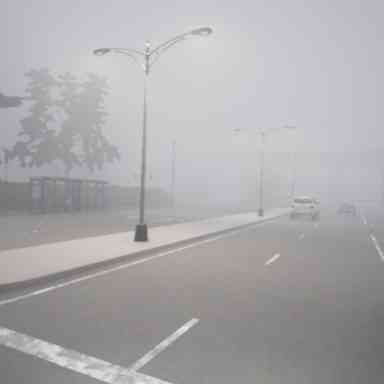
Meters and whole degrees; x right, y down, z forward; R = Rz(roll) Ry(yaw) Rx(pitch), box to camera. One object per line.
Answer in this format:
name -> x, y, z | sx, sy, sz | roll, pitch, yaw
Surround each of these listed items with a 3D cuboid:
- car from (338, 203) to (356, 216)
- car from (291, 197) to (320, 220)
car -> 18.943, 2.107, 40.719 | 2.033, 1.411, 5.357 | 2, 0, 27
car -> 11.038, 1.528, 32.321 | 2.150, 2.045, 5.566 | 2, 0, 26
